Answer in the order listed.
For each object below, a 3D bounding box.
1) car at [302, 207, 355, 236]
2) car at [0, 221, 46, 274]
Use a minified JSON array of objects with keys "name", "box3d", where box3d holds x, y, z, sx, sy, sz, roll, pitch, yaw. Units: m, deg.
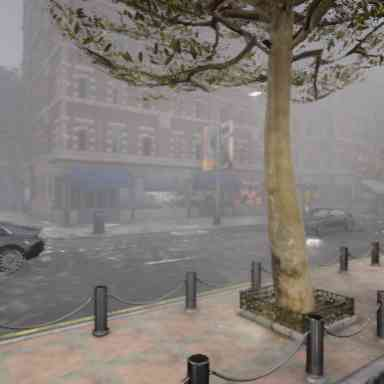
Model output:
[{"name":"car","box3d":[7.624,1.612,19.258,4.674,1.442,1.812,0,0,-35]},{"name":"car","box3d":[-6.656,1.491,9.072,4.902,1.511,2.128,0,0,-36]}]
